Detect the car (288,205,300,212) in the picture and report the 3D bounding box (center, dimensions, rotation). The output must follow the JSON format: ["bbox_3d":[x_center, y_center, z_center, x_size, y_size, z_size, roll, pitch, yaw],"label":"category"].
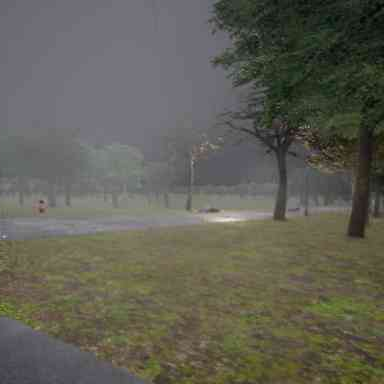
[{"bbox_3d":[22.551,3.684,73.595,2.033,1.411,5.357,1,-1,29],"label":"car"}]

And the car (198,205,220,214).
[{"bbox_3d":[2.802,2.868,54.353,1.812,1.442,4.674,2,0,36],"label":"car"}]
